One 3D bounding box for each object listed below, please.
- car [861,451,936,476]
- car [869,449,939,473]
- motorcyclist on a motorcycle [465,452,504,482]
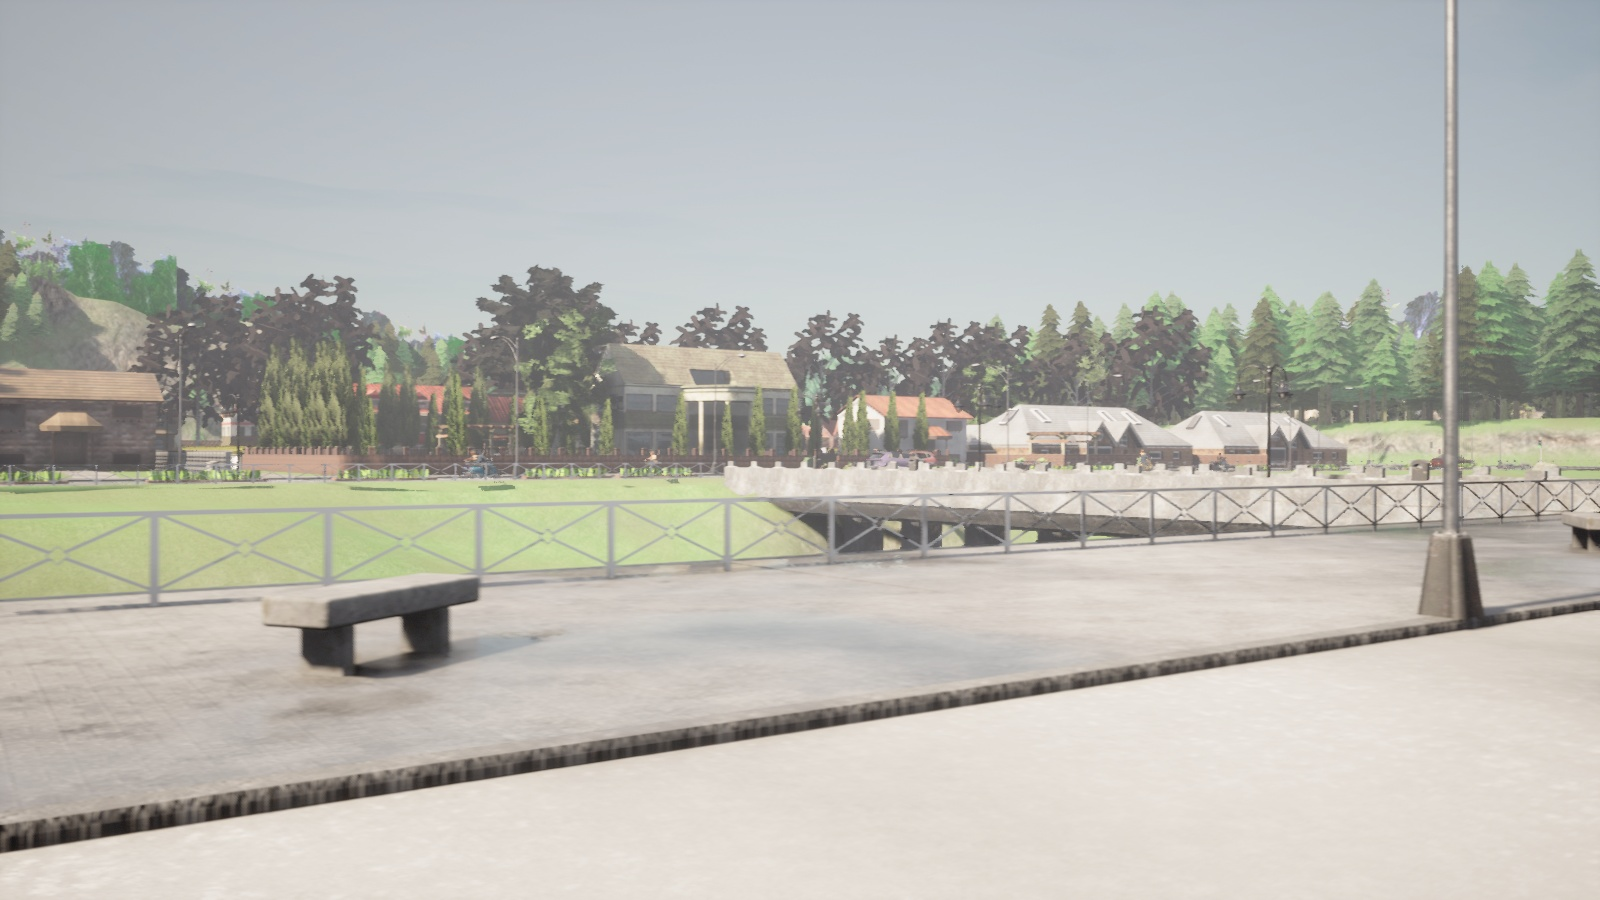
[{"bbox_3d":[6.612,0.867,84.025,4.856,1.649,2.033,0,0,-35],"label":"car"},{"bbox_3d":[7.438,0.793,89.473,4.611,1.667,2.242,0,0,-35],"label":"car"},{"bbox_3d":[-16.979,0.900,67.612,1.817,1.590,0.866,0,0,-35],"label":"motorcyclist on a motorcycle"}]
